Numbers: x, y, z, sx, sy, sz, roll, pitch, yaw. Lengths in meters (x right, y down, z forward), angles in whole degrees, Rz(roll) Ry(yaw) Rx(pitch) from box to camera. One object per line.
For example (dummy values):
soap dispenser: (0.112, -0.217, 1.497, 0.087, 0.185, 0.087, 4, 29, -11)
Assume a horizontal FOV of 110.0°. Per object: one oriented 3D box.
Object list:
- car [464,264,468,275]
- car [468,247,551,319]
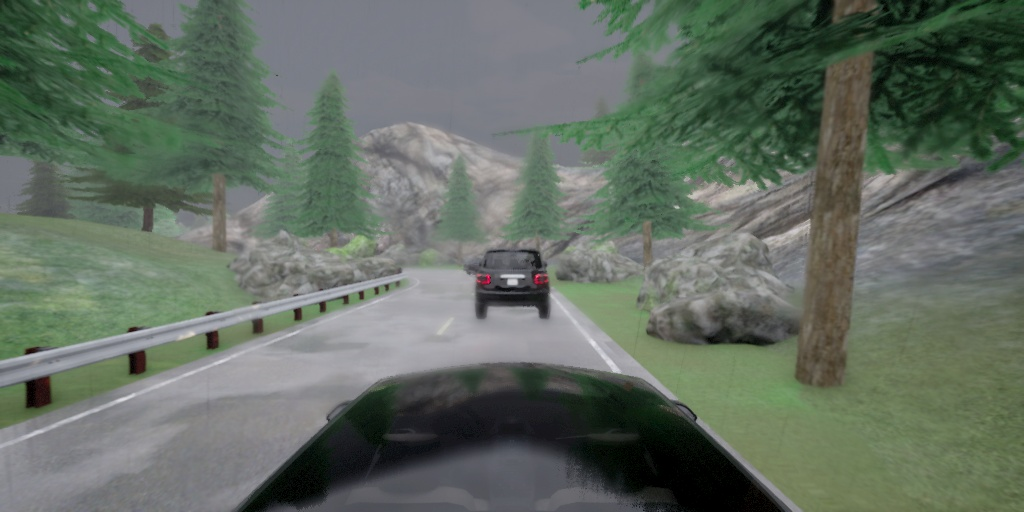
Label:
car: (-2.040, 0.807, 26.821, 2.033, 1.411, 5.357, 0, 1, -23)
car: (0.045, 0.763, 12.017, 2.150, 2.045, 5.566, 0, 0, 1)
